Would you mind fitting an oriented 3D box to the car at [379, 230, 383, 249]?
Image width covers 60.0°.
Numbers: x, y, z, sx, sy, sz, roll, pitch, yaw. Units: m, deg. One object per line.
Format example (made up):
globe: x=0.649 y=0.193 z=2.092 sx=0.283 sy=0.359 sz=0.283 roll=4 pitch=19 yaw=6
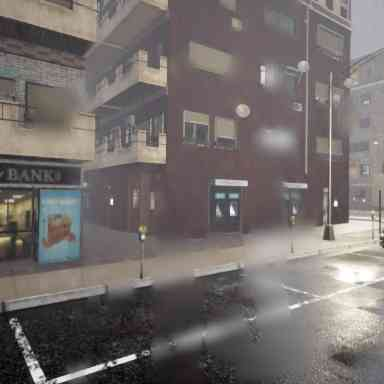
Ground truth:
car: x=9.086 y=1.554 z=13.120 sx=4.403 sy=1.369 sz=2.008 roll=0 pitch=1 yaw=-35
